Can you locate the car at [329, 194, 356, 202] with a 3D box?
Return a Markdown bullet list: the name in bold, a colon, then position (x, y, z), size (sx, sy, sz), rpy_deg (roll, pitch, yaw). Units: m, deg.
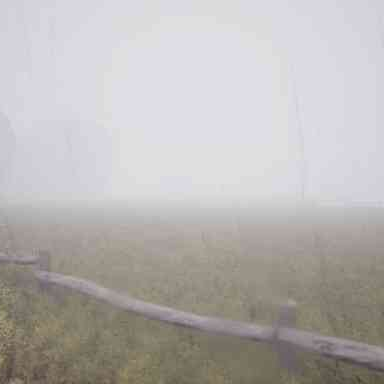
- **car**: position (32.481, 1.288, 72.545), size (4.611, 1.667, 2.242), rpy_deg (1, 1, 35)
